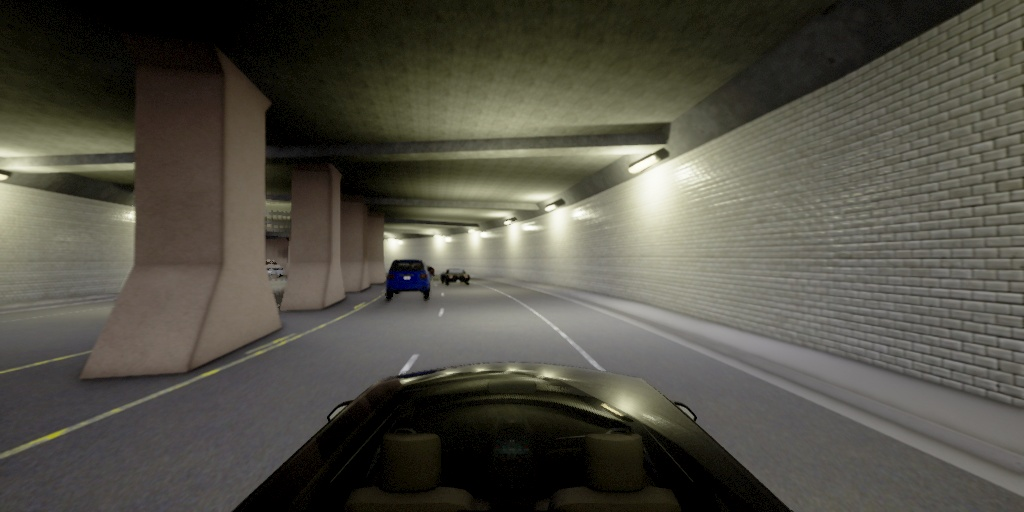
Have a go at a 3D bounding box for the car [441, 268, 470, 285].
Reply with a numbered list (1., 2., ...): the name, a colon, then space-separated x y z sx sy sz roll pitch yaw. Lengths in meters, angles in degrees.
1. car: -4.839 1.693 30.024 1.895 1.301 4.718 0 -1 -18

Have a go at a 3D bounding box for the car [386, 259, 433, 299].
1. car: -5.732 1.204 20.279 2.150 2.045 5.566 0 0 -12

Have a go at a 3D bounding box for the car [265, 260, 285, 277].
1. car: -29.321 1.523 42.927 5.566 2.045 2.150 -1 -1 37
